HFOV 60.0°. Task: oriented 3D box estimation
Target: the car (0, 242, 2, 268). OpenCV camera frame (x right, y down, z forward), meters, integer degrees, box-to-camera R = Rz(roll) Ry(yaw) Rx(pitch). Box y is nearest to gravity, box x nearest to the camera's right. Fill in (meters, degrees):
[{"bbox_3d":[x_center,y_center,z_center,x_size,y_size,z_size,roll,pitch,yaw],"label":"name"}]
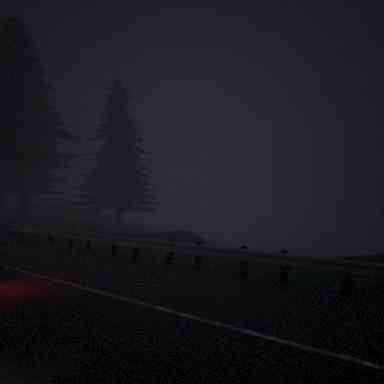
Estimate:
[{"bbox_3d":[-7.253,1.534,9.380,5.008,1.535,1.882,0,0,37],"label":"car"}]
